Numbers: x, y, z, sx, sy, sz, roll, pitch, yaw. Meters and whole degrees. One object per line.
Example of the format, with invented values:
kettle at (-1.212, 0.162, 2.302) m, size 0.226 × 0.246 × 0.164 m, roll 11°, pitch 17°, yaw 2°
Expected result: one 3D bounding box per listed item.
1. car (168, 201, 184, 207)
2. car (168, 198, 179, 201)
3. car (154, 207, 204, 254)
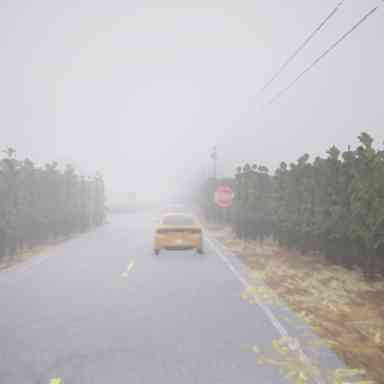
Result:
car at (-1.357, 1.827, 28.942) m, size 1.812 × 1.442 × 4.674 m, roll 0°, pitch 0°, yaw -1°
car at (-3.963, 2.100, 71.699) m, size 2.097 × 1.767 × 4.553 m, roll 0°, pitch -1°, yaw 1°
car at (-0.608, 1.628, 14.383) m, size 1.882 × 1.535 × 5.008 m, roll 0°, pitch 0°, yaw -3°
